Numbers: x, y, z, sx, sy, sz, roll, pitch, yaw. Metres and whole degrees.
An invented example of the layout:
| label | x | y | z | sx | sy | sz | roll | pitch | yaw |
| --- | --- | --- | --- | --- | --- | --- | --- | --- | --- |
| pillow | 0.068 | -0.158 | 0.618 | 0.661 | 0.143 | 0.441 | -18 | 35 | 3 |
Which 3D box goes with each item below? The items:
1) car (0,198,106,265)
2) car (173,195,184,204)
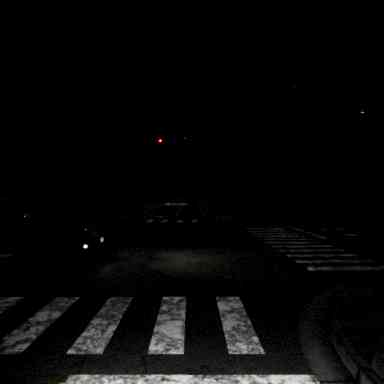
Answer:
| label | x | y | z | sx | sy | sz | roll | pitch | yaw |
| --- | --- | --- | --- | --- | --- | --- | --- | --- | --- |
| car | -5.759 | 1.213 | 11.044 | 5.566 | 2.045 | 2.150 | 0 | -1 | 0 |
| car | -2.859 | 1.496 | 69.392 | 2.097 | 1.767 | 4.553 | 0 | 0 | 0 |
